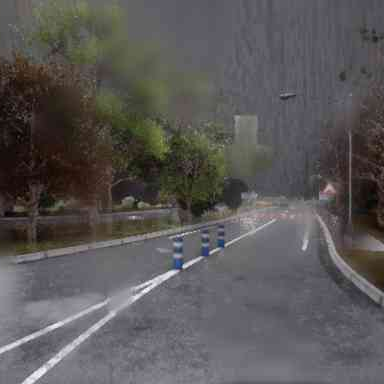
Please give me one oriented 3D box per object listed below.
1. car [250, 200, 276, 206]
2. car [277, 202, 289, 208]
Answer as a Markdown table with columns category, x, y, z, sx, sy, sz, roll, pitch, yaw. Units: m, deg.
| category | x | y | z | sx | sy | sz | roll | pitch | yaw |
| --- | --- | --- | --- | --- | --- | --- | --- | --- | --- |
| car | 19.850 | 3.276 | 93.063 | 5.366 | 1.575 | 1.946 | 0 | -2 | 19 |
| car | 20.406 | 2.788 | 73.489 | 1.895 | 1.301 | 4.718 | 0 | -1 | 19 |
